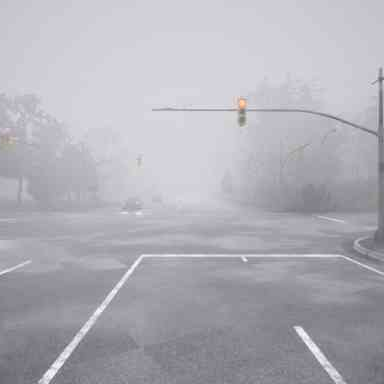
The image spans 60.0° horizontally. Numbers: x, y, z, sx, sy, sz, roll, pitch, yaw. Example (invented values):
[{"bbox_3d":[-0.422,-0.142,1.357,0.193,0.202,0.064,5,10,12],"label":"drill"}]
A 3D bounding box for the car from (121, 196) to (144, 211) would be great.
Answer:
[{"bbox_3d":[-7.002,1.310,39.664,2.097,1.767,4.553,0,0,0],"label":"car"}]

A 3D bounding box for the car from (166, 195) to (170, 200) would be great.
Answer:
[{"bbox_3d":[-7.000,1.500,90.747,1.837,1.490,4.892,0,0,0],"label":"car"}]

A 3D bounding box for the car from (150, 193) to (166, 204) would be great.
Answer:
[{"bbox_3d":[-7.000,1.228,66.356,2.150,2.045,5.566,0,1,0],"label":"car"}]
